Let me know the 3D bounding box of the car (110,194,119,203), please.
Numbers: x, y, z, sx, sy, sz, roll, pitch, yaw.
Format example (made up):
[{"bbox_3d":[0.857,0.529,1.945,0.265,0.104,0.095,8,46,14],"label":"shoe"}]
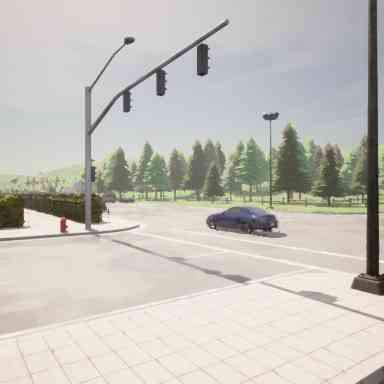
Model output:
[{"bbox_3d":[-16.767,1.601,65.607,1.895,1.301,4.718,0,0,-34],"label":"car"}]

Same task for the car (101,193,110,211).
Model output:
[{"bbox_3d":[-12.035,1.353,40.192,2.097,1.767,4.553,0,0,-35],"label":"car"}]

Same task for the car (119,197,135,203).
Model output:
[{"bbox_3d":[-13.128,1.601,66.505,1.895,1.301,4.718,0,0,-35],"label":"car"}]

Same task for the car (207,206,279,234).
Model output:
[{"bbox_3d":[2.806,1.526,19.094,1.812,1.442,4.674,0,0,-37],"label":"car"}]
